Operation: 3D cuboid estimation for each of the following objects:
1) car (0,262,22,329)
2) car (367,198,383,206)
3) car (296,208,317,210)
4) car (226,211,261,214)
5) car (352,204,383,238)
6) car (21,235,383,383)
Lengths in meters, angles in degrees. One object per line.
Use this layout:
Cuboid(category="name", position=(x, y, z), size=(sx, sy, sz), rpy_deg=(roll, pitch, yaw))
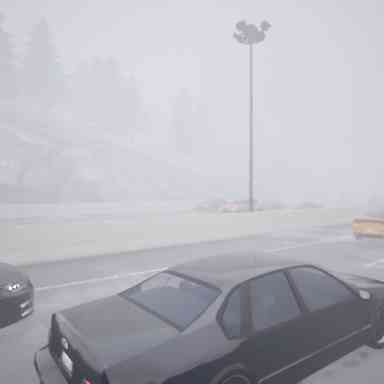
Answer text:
Cuboid(category="car", position=(-4.917, 1.507, 4.646), size=(4.902, 1.511, 2.128), rpy_deg=(0, 0, -35))
Cuboid(category="car", position=(33.096, 1.693, 59.638), size=(1.895, 1.301, 4.718), rpy_deg=(0, 0, 44))
Cuboid(category="car", position=(11.152, 1.622, 32.058), size=(4.181, 1.385, 1.994), rpy_deg=(0, 0, -45))
Cuboid(category="car", position=(4.512, 1.413, 30.564), size=(4.553, 1.767, 2.097), rpy_deg=(0, 0, -43))
Cuboid(category="car", position=(9.581, 1.503, 16.038), size=(5.008, 1.535, 1.882), rpy_deg=(0, 0, -41))
Cuboid(category="car", position=(0.885, 1.557, 4.491), size=(5.357, 1.411, 2.033), rpy_deg=(0, 0, -37))
